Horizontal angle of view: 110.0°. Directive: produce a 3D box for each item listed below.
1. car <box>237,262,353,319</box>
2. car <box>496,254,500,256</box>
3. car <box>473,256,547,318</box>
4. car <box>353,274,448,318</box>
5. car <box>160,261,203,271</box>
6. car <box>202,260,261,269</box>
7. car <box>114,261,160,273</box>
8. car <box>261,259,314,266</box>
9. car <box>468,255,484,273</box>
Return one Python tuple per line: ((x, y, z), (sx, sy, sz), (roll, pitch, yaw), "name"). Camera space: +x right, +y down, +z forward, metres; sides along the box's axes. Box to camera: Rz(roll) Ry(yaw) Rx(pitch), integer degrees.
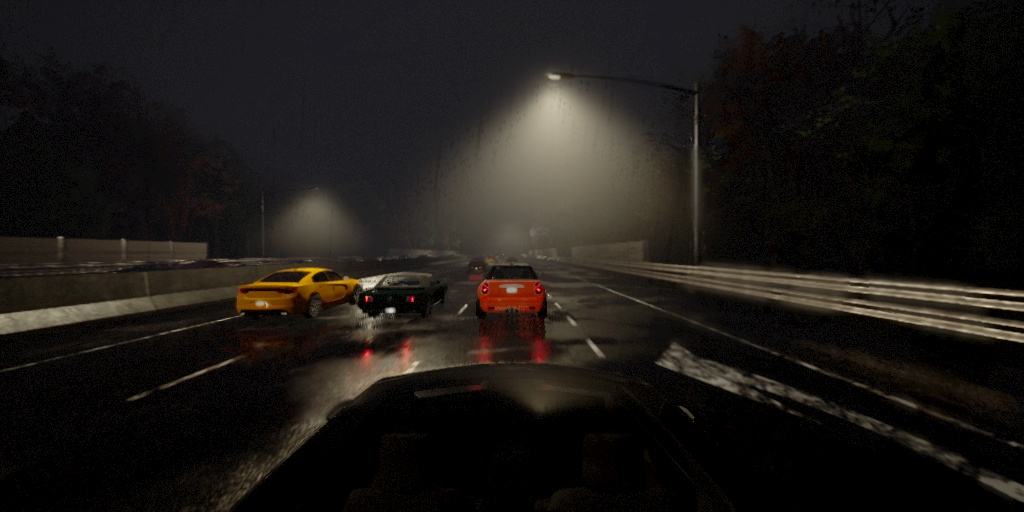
((-7.002, 1.146, 12.452), (1.882, 1.535, 5.008), (0, 1, 0), "car")
((-3.486, 0.694, 62.077), (1.882, 1.535, 5.008), (0, 1, 0), "car")
((-0.006, 1.004, 12.632), (2.097, 1.767, 4.553), (0, 1, 0), "car")
((-3.506, 1.261, 12.579), (1.895, 1.301, 4.718), (0, 1, 0), "car")
((-24.575, 1.087, 28.499), (1.812, 1.442, 4.674), (0, 0, 0), "car")
((-21.082, 1.158, 28.075), (1.895, 1.301, 4.718), (0, 1, 0), "car")
((-28.075, 1.116, 28.522), (2.033, 1.411, 5.357), (0, 0, 0), "car")
((-17.577, 1.031, 29.360), (2.128, 1.511, 4.902), (0, 0, 0), "car")
((-3.496, 0.940, 37.798), (1.837, 1.490, 4.892), (0, 1, 0), "car")
